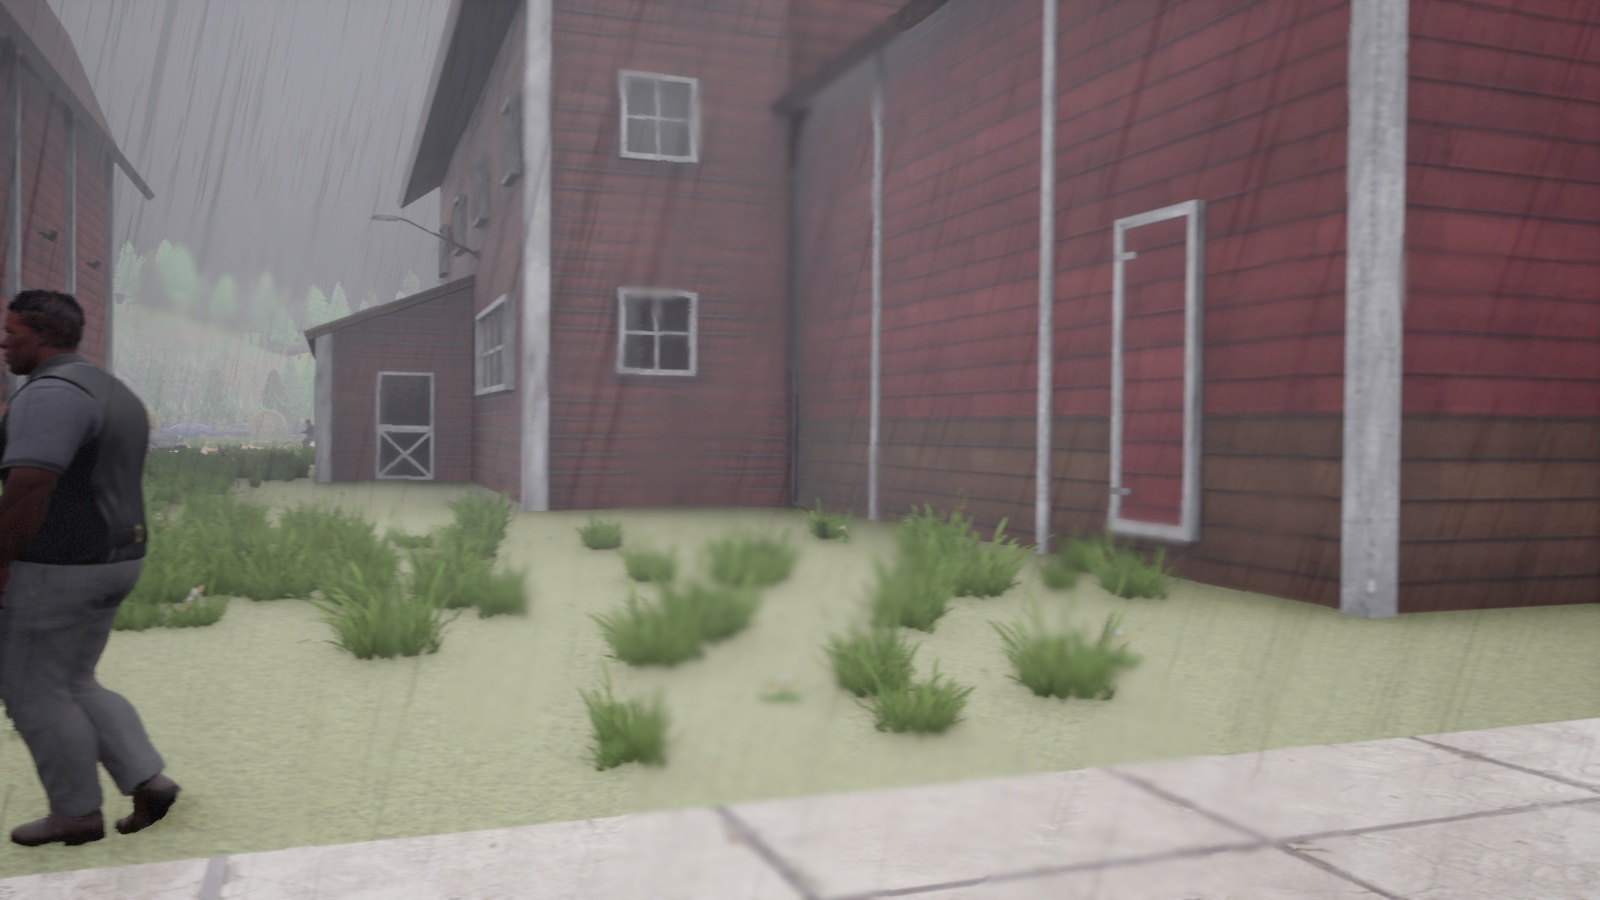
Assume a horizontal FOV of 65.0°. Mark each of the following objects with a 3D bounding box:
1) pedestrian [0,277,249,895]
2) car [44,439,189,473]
[{"bbox_3d":[-2.353,0.410,4.117,0.849,1.883,0.563,-1,1,-8],"label":"pedestrian"},{"bbox_3d":[-30.031,0.239,55.367,5.357,1.411,2.033,-1,1,-20],"label":"car"}]
